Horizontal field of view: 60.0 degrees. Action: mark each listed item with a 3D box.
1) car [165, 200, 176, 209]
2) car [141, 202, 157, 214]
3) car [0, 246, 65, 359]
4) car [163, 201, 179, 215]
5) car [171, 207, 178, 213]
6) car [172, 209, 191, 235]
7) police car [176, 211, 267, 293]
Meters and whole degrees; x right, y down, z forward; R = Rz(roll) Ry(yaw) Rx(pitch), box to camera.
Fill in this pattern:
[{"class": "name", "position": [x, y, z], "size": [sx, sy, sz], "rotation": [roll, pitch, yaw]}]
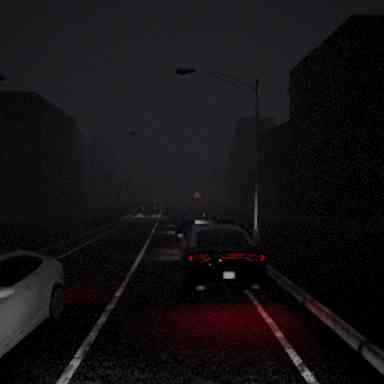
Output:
[{"class": "car", "position": [-3.927, 2.280, 59.675], "size": [1.895, 1.301, 4.718], "rotation": [0, 1, -4]}, {"class": "car", "position": [-6.133, 2.228, 47.604], "size": [2.097, 1.767, 4.553], "rotation": [0, 0, -4]}, {"class": "car", "position": [-3.244, 1.576, 4.620], "size": [1.812, 1.442, 4.674], "rotation": [0, -1, -2]}, {"class": "car", "position": [-2.890, 2.326, 45.800], "size": [2.128, 1.511, 4.902], "rotation": [0, -1, -4]}, {"class": "car", "position": [-0.484, 2.110, 25.324], "size": [1.812, 1.442, 4.674], "rotation": [0, -2, -4]}, {"class": "car", "position": [-0.041, 1.910, 19.332], "size": [1.812, 1.442, 4.674], "rotation": [0, -2, -4]}, {"class": "police car", "position": [0.626, 1.548, 9.391], "size": [1.930, 1.638, 5.238], "rotation": [0, -1, -3]}]
